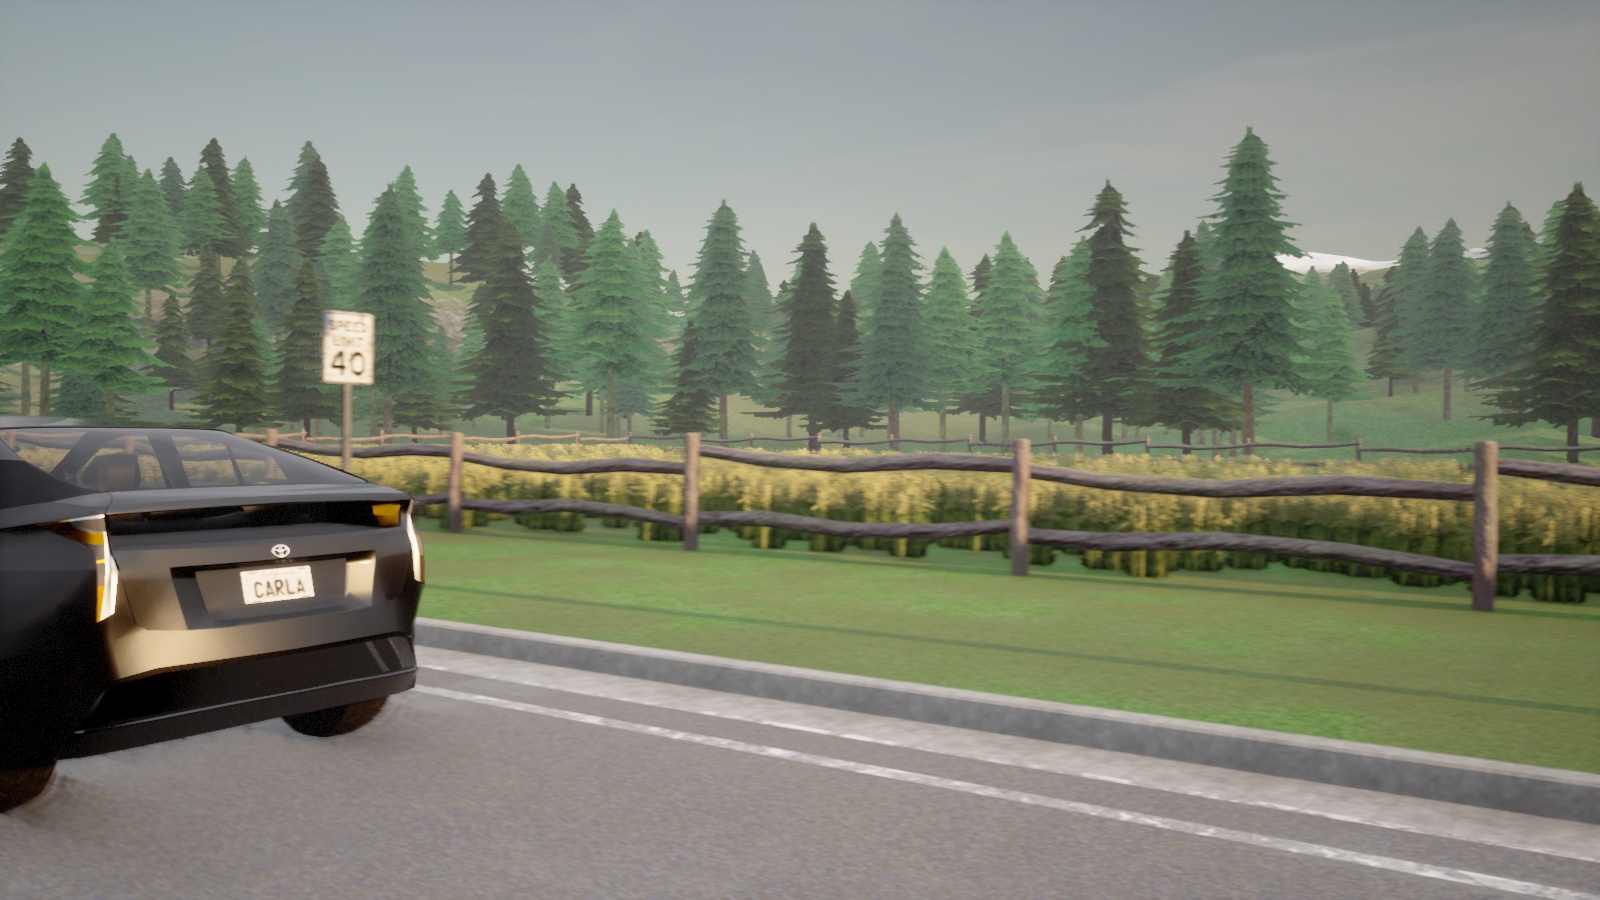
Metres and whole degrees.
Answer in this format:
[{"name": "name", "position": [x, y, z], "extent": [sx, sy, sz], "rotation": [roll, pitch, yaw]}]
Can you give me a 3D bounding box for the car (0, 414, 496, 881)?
[{"name": "car", "position": [-3.839, 0.629, 6.173], "extent": [4.514, 1.525, 2.007], "rotation": [0, 1, 34]}]
